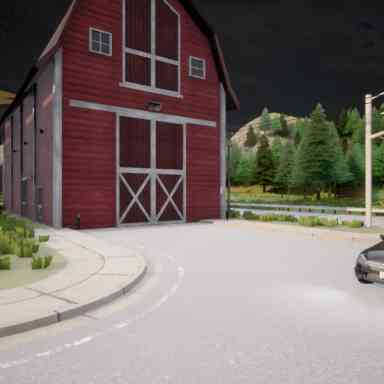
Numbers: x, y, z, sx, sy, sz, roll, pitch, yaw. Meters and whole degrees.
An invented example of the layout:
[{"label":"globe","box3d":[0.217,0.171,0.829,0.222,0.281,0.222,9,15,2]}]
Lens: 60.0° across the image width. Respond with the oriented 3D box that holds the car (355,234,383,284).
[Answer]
[{"label":"car","box3d":[5.964,1.505,8.304,4.674,1.442,1.812,0,0,-36]}]
